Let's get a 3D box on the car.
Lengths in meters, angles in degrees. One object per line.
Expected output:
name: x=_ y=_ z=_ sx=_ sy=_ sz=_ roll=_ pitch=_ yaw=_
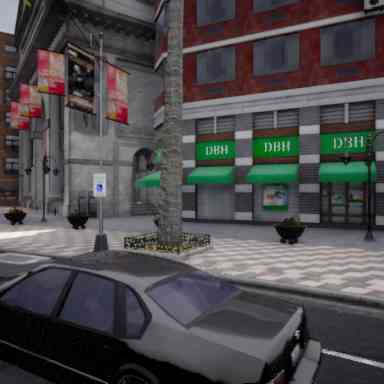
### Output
car: x=-1.189 y=1.548 z=4.402 sx=5.357 sy=1.411 sz=2.033 roll=0 pitch=0 yaw=30
